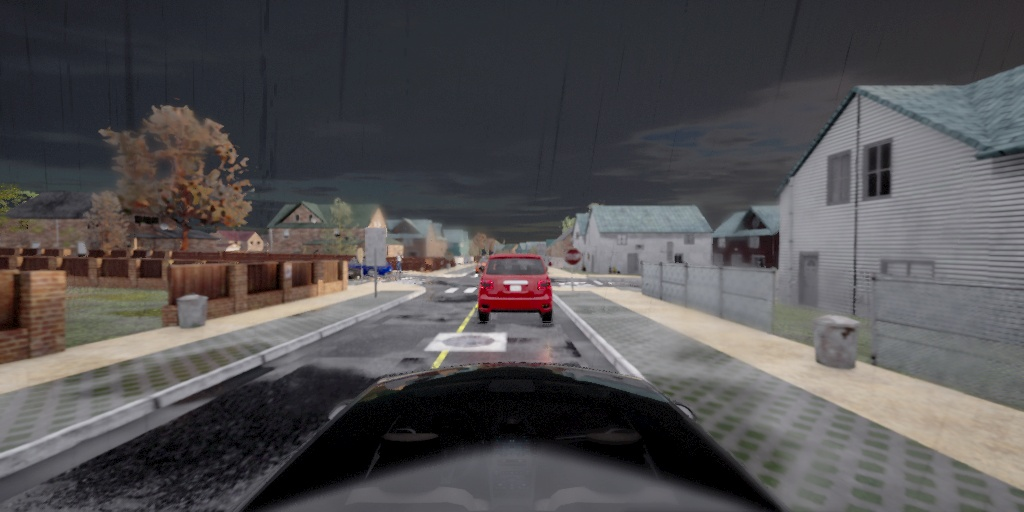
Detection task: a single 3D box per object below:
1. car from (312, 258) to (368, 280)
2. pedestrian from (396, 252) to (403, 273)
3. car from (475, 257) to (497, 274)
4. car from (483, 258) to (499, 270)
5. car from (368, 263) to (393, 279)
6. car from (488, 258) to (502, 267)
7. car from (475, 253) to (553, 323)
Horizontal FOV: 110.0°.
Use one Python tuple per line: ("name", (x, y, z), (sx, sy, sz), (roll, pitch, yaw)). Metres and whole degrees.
("car", (-13.270, 1.007, 24.949), (5.357, 1.411, 2.033), (1, 2, 3))
("pedestrian", (-9.684, 0.519, 30.776), (0.375, 1.860, 0.375), (0, 0, 1))
("car", (-2.845, 0.973, 39.626), (2.097, 1.767, 4.553), (0, 0, 0))
("car", (-2.839, 1.093, 48.750), (1.837, 1.490, 4.892), (0, 0, 0))
("car", (-11.911, 0.885, 27.956), (5.008, 1.535, 1.882), (1, 1, 2))
("car", (-2.786, 1.091, 60.635), (2.033, 1.411, 5.357), (0, 0, 1))
("car", (0.095, 0.935, 12.163), (2.150, 2.045, 5.566), (0, 0, 0))
